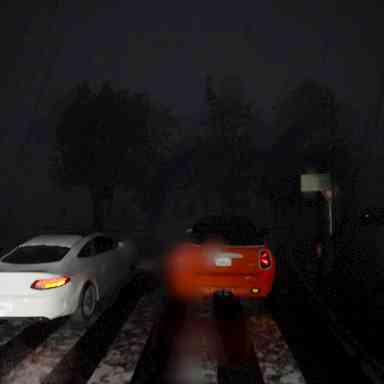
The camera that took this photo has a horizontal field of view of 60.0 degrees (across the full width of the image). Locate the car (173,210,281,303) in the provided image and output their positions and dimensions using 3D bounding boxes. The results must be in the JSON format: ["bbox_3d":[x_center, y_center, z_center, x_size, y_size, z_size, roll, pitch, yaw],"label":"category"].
[{"bbox_3d":[0.887,1.364,8.480,2.097,1.767,4.553,-1,0,8],"label":"car"}]

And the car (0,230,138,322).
[{"bbox_3d":[-2.572,1.569,7.267,1.812,1.442,4.674,-1,0,6],"label":"car"}]

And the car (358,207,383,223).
[{"bbox_3d":[16.915,2.053,30.347,4.181,1.385,1.994,0,-3,-38],"label":"car"}]

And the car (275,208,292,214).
[{"bbox_3d":[18.978,4.137,71.061,4.902,1.511,2.128,-4,-6,41],"label":"car"}]
